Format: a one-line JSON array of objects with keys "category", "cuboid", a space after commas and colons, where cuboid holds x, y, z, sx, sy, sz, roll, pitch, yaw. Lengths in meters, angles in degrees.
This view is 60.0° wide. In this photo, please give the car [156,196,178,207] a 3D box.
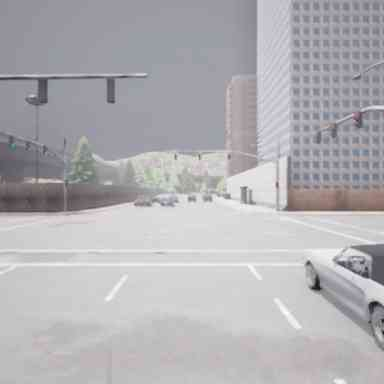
[{"category": "car", "cuboid": [-3.585, 1.408, 48.303, 2.128, 1.511, 4.902, 0, 0, 0]}]

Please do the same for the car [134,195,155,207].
[{"category": "car", "cuboid": [-7.083, 1.268, 48.435, 2.097, 1.767, 4.553, 0, 0, 0]}]

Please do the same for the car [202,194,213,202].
[{"category": "car", "cuboid": [3.488, 1.368, 71.760, 1.837, 1.490, 4.892, 0, 0, 0]}]

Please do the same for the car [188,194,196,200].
[{"category": "car", "cuboid": [-0.014, 1.186, 81.983, 1.837, 1.490, 4.892, 0, 0, 0]}]

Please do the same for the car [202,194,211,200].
[{"category": "car", "cuboid": [3.486, 1.226, 81.982, 2.033, 1.411, 5.357, 0, 0, 0]}]

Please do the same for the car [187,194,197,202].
[{"category": "car", "cuboid": [-0.012, 1.345, 71.760, 1.882, 1.535, 5.008, 0, 0, 0]}]

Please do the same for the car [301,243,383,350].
[{"category": "car", "cuboid": [3.581, 1.590, 6.062, 1.895, 1.301, 4.718, 0, 0, 0]}]
